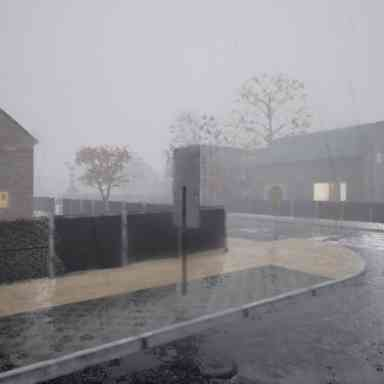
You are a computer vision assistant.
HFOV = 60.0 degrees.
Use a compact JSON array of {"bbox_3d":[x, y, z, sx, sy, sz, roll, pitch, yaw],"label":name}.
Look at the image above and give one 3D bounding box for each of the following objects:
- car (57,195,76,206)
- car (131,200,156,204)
[{"bbox_3d":[-17.157,1.198,45.691,2.128,1.511,4.902,0,0,-37],"label":"car"},{"bbox_3d":[-4.107,1.363,28.387,1.994,1.385,4.181,0,0,-37],"label":"car"}]
